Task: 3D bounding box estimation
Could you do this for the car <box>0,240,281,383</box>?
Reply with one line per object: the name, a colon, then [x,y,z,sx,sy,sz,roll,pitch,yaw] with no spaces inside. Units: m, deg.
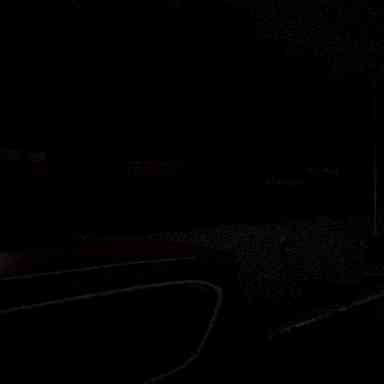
car: [-1.676,1.314,1.636,5.009,1.841,2.192,0,-1,-36]
